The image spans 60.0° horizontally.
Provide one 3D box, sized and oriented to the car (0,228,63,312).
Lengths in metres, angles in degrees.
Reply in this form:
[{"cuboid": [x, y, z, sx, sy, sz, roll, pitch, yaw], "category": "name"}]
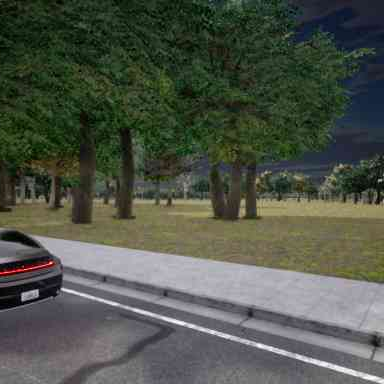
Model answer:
[{"cuboid": [-4.727, 1.513, 7.069, 4.892, 1.490, 1.837, 0, 0, 35], "category": "car"}]
